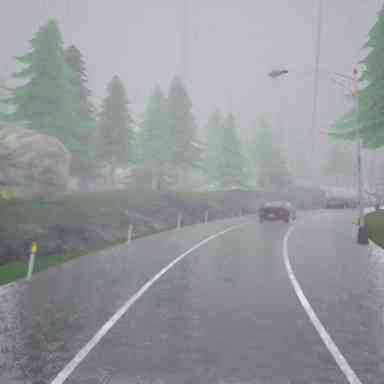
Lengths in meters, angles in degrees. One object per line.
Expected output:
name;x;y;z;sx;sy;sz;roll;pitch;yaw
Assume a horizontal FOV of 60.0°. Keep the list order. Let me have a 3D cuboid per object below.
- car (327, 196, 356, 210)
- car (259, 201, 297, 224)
car;17.359;1.243;38.592;4.902;1.511;2.128;0;-4;-44
car;6.179;1.351;23.667;1.882;1.535;5.008;-3;-1;26
